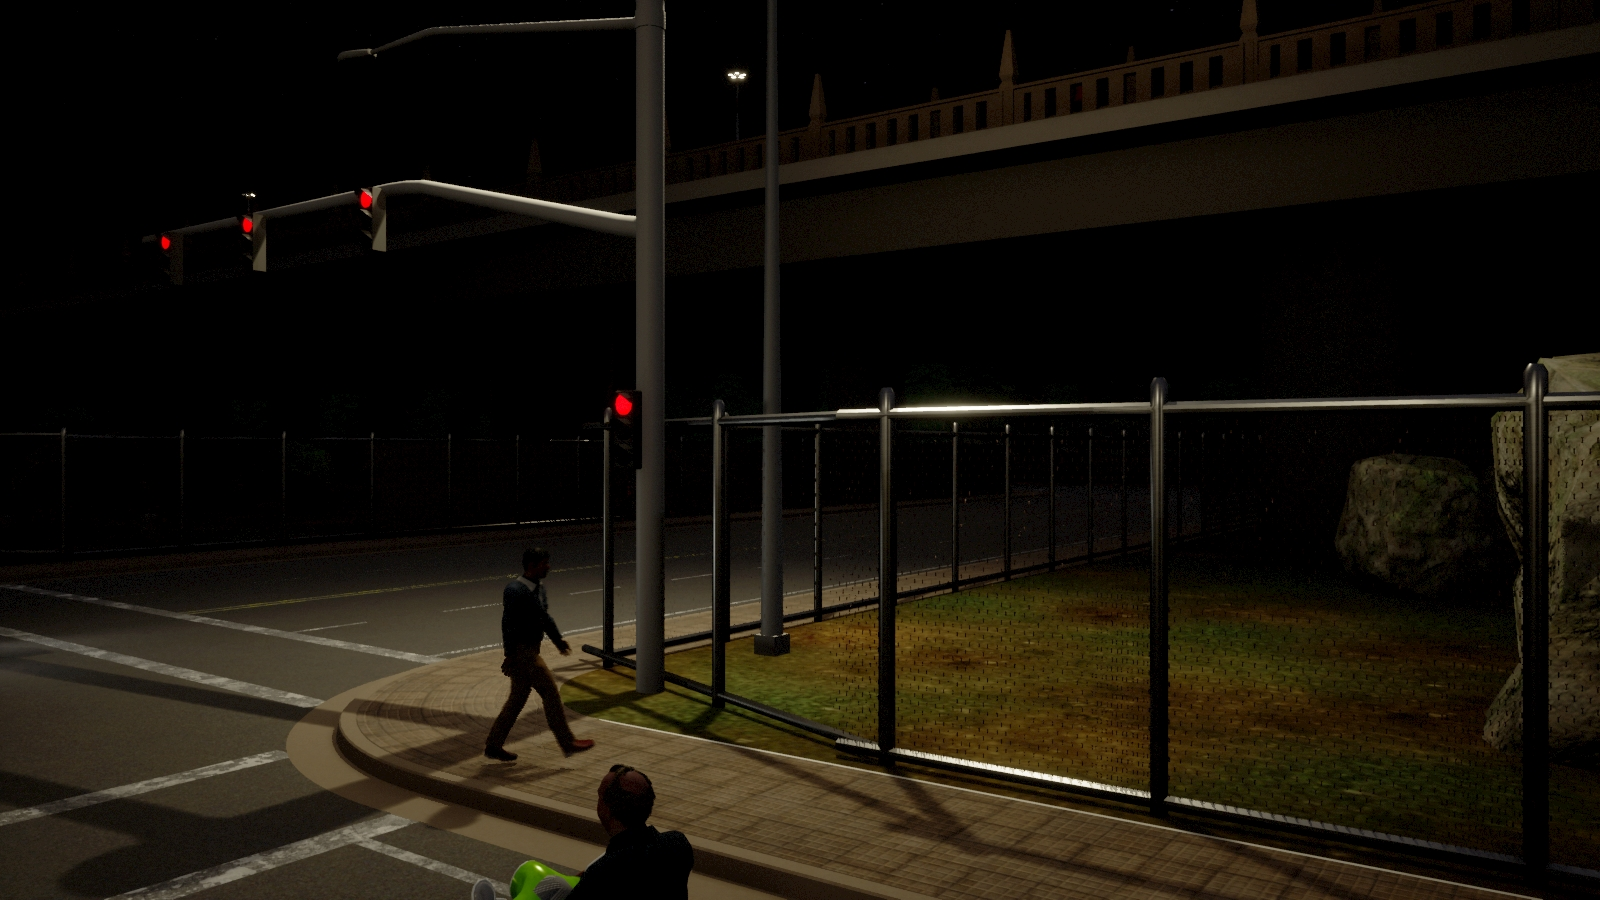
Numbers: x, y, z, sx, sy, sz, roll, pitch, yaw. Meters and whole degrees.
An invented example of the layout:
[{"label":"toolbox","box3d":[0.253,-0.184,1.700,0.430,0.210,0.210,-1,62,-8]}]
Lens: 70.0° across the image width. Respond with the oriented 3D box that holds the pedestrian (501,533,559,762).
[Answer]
[{"label":"pedestrian","box3d":[-2.268,1.643,9.625,0.375,1.860,0.375,0,0,5]}]
